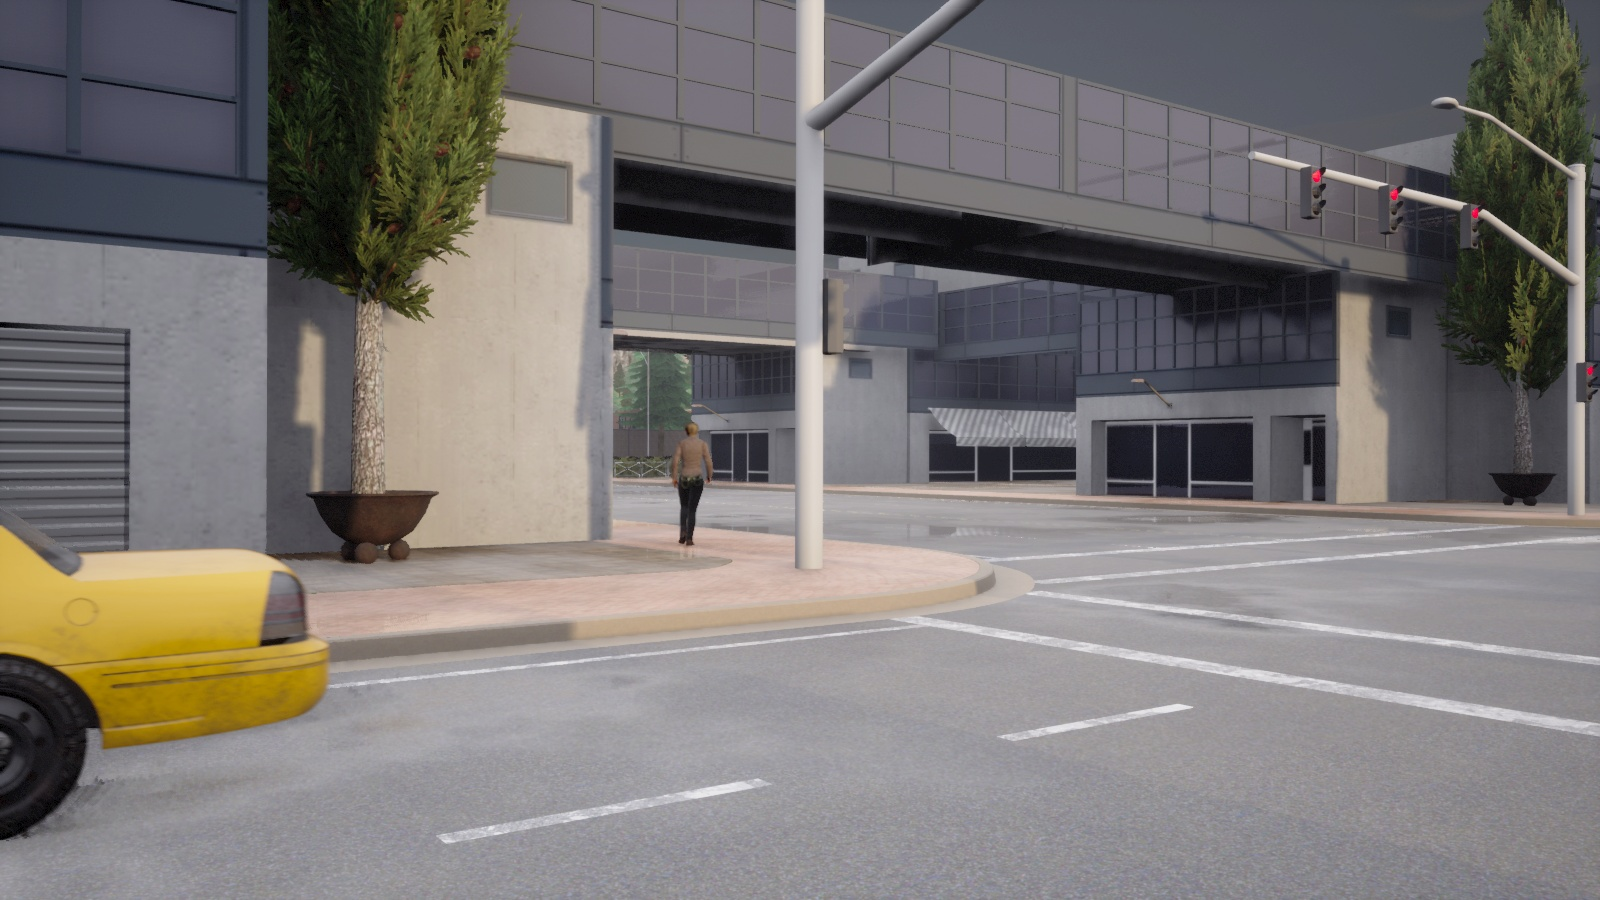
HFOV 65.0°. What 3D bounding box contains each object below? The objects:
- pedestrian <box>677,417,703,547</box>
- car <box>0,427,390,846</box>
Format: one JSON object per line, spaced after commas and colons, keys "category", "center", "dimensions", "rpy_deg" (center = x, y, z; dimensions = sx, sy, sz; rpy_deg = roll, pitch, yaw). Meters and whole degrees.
{"category": "pedestrian", "center": [-1.590, 0.451, 18.150], "dimensions": [0.331, 1.846, 0.634], "rpy_deg": [0, 0, -2]}
{"category": "car", "center": [-4.534, 0.705, 4.764], "dimensions": [5.366, 1.575, 1.801], "rpy_deg": [0, 0, -35]}
